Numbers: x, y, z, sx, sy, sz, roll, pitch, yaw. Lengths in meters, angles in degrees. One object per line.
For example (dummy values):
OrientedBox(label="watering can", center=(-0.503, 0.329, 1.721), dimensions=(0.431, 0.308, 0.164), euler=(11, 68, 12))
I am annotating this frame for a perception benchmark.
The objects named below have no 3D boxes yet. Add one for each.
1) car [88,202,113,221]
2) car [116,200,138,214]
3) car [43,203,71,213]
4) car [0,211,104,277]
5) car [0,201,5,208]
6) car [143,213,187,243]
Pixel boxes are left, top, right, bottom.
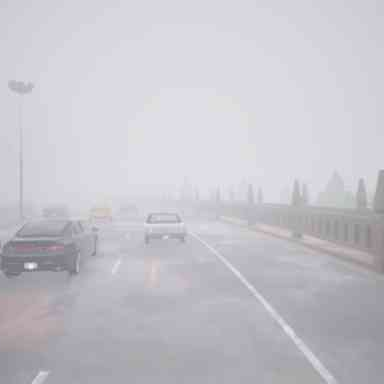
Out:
OrientedBox(label="car", center=(-7.932, 1.638, 28.819), dimensions=(1.882, 1.535, 5.008), euler=(0, 0, -16))
OrientedBox(label="car", center=(-7.449, 1.704, 38.092), dimensions=(1.837, 1.490, 4.892), euler=(0, 0, -21))
OrientedBox(label="car", center=(-11.413, 1.649, 28.268), dimensions=(1.882, 1.535, 5.008), euler=(0, 0, -16))
OrientedBox(label="car", center=(-4.201, 1.569, 10.532), dimensions=(1.837, 1.490, 4.892), euler=(0, 0, -6))
OrientedBox(label="car", center=(-23.523, 1.774, 39.582), dimensions=(1.837, 1.490, 4.892), euler=(0, 0, -26))
OrientedBox(label="car", center=(-1.489, 1.681, 16.617), dimensions=(1.895, 1.301, 4.718), euler=(0, 0, -9))
